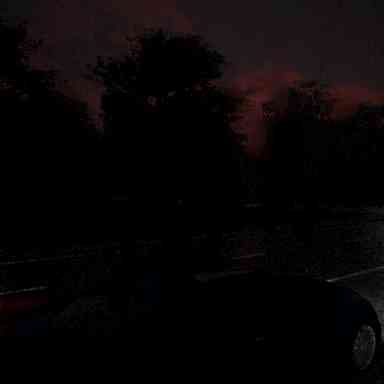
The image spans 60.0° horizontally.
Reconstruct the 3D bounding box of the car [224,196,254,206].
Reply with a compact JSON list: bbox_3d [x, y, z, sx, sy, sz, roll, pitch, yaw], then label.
[{"bbox_3d":[6.946,1.369,51.746,1.837,1.490,4.892,0,0,-37],"label":"car"}]

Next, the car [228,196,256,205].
[{"bbox_3d":[8.352,1.373,55.718,1.812,1.442,4.674,0,0,-37],"label":"car"}]

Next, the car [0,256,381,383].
[{"bbox_3d":[0.326,1.524,3.901,4.674,1.442,1.812,0,0,-35],"label":"car"}]

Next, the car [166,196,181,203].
[{"bbox_3d":[-4.326,1.528,66.922,1.895,1.301,4.718,0,0,-37],"label":"car"}]

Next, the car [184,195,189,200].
[{"bbox_3d":[-1.527,1.244,69.022,1.895,1.301,4.718,0,0,-37],"label":"car"}]
